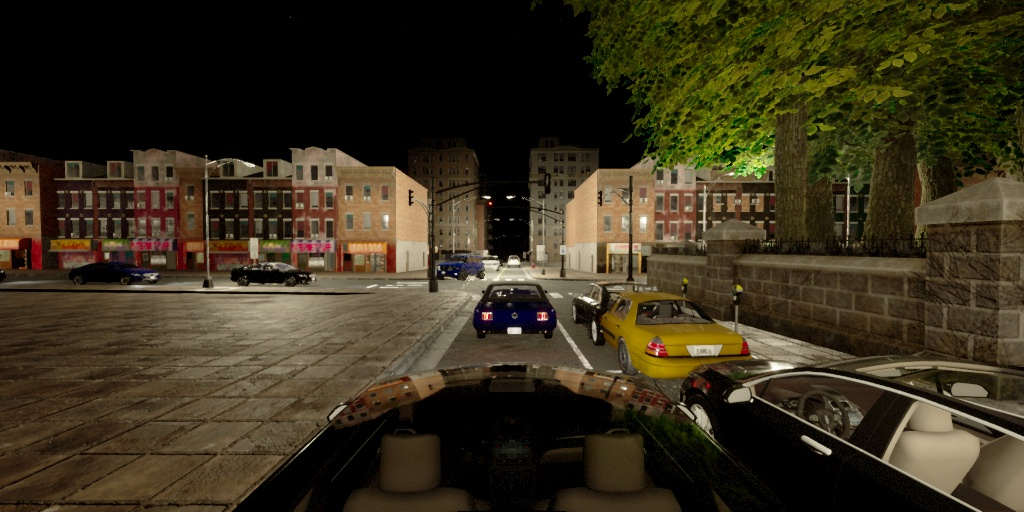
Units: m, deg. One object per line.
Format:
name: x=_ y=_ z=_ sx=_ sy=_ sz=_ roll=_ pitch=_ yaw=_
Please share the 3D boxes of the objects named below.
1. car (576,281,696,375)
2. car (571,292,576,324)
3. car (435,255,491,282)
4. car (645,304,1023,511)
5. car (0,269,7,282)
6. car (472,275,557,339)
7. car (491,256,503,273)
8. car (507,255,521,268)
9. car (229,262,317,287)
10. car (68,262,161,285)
car: x=2.684 y=1.274 z=7.289 sx=1.751 sy=1.417 sz=4.829 roll=0 pitch=0 yaw=0
car: x=2.658 y=1.299 z=9.262 sx=2.007 sy=1.370 sz=4.403 roll=0 pitch=0 yaw=0
car: x=-4.044 y=0.935 z=28.758 sx=2.150 sy=2.045 sz=5.566 roll=0 pitch=-1 yaw=20
car: x=2.637 y=1.300 z=2.127 sx=2.007 sy=1.370 sz=4.403 roll=0 pitch=0 yaw=0
car: x=-35.283 y=0.969 z=22.768 sx=4.674 sy=1.442 sz=1.812 roll=1 pitch=1 yaw=1
car: x=0.072 y=1.349 z=10.066 sx=1.895 sy=1.301 sz=4.718 roll=0 pitch=0 yaw=0
car: x=-2.698 y=0.990 z=45.437 sx=2.150 sy=2.045 sz=5.566 roll=0 pitch=0 yaw=1
car: x=0.380 y=1.012 z=63.734 sx=2.150 sy=2.045 sz=5.566 roll=0 pitch=0 yaw=0
car: x=-15.035 y=1.160 z=22.721 sx=4.902 sy=1.511 sz=2.128 roll=1 pitch=1 yaw=0
car: x=-25.140 y=1.083 z=22.740 sx=4.674 sy=1.442 sz=1.812 roll=1 pitch=1 yaw=0
